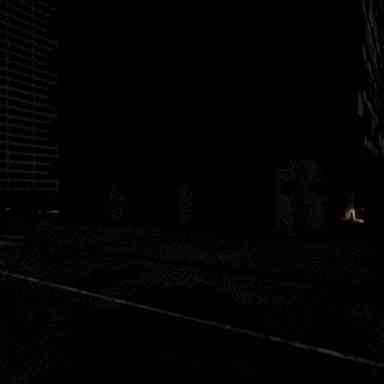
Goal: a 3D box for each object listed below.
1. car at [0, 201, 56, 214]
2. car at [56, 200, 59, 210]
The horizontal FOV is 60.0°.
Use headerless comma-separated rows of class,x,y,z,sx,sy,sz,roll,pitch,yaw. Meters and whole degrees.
car,-19.206,1.766,39.178,2.128,1.511,4.902,-1,0,33
car,-17.645,1.521,47.902,2.150,2.045,5.566,-1,0,33
